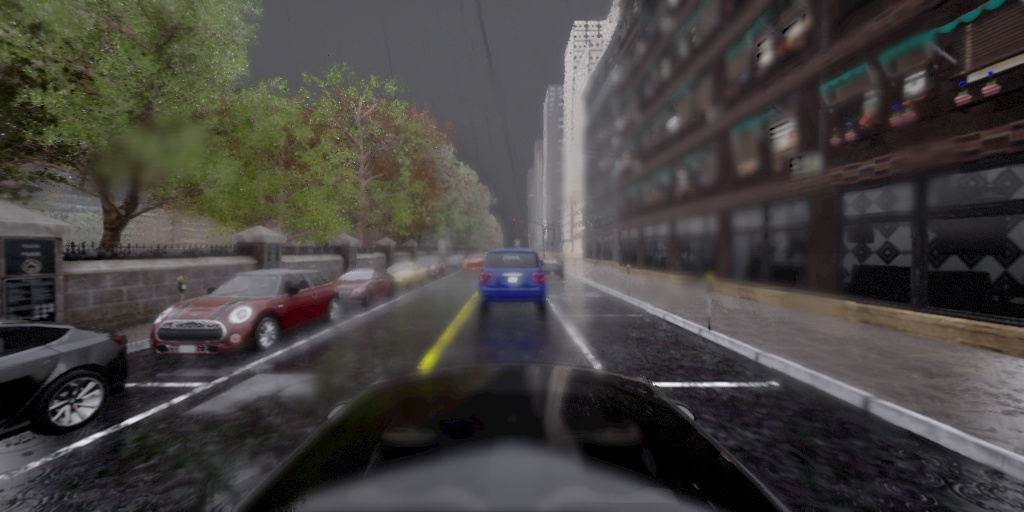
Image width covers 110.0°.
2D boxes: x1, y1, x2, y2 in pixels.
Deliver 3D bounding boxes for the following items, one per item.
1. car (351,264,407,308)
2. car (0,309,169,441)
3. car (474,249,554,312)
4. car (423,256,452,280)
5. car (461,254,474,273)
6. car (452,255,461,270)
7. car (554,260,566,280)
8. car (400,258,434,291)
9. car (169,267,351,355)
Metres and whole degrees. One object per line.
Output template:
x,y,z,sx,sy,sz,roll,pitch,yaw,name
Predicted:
-5.698,1.111,13.823,1.802,1.307,4.207,0,0,0,car
-5.693,1.297,2.747,1.948,1.339,4.313,0,0,0,car
0.080,0.763,13.144,2.150,2.045,5.566,0,1,0,car
-5.703,0.769,24.899,1.967,1.591,4.097,0,0,0,car
-3.109,0.537,32.885,2.097,1.767,4.553,0,1,0,car
-5.786,0.681,35.972,2.007,1.370,4.403,0,0,0,car
2.677,0.879,24.904,2.007,1.370,4.403,0,0,0,car
-5.700,0.954,19.190,1.751,1.417,4.829,0,0,0,car
-5.695,1.070,8.285,1.967,1.591,4.097,0,0,0,car
